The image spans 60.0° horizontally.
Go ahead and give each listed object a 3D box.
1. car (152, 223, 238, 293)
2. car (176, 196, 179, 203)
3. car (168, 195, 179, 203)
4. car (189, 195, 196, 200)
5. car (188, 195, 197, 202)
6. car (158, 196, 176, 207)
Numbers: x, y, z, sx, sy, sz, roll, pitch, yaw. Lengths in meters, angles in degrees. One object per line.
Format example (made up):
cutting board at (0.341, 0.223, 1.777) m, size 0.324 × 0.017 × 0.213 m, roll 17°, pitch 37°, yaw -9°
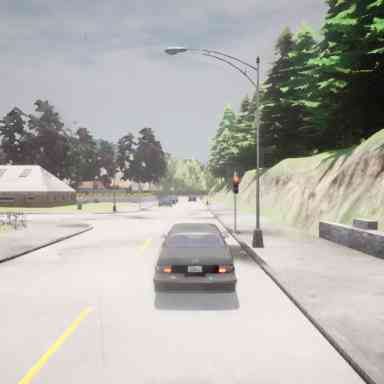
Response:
car at (0.073, 1.547, 8.975) m, size 2.033 × 1.411 × 5.357 m, roll 0°, pitch 0°, yaw 0°
car at (-3.970, 1.477, 61.101) m, size 1.882 × 1.535 × 5.008 m, roll 0°, pitch 0°, yaw 1°
car at (-3.888, 1.525, 71.193) m, size 2.128 × 1.511 × 4.902 m, roll 0°, pitch 0°, yaw 0°
car at (0.135, 1.407, 86.088) m, size 1.812 × 1.442 × 4.674 m, roll 0°, pitch 0°, yaw 0°
car at (0.119, 1.515, 75.728) m, size 2.128 × 1.511 × 4.902 m, roll 0°, pitch 0°, yaw 0°
car at (-4.015, 1.564, 51.098) m, size 1.994 × 1.385 × 4.181 m, roll 0°, pitch 0°, yaw 0°
